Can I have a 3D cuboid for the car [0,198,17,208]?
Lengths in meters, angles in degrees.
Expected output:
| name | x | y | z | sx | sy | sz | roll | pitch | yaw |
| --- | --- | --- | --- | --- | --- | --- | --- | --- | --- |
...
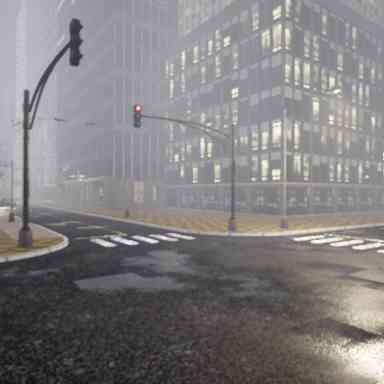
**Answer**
| name | x | y | z | sx | sy | sz | roll | pitch | yaw |
| --- | --- | --- | --- | --- | --- | --- | --- | --- | --- |
| car | -27.633 | 1.594 | 50.000 | 2.033 | 1.411 | 5.357 | 0 | 0 | -35 |
